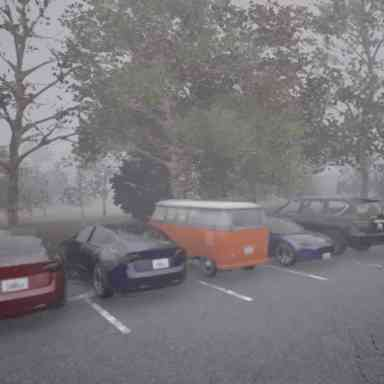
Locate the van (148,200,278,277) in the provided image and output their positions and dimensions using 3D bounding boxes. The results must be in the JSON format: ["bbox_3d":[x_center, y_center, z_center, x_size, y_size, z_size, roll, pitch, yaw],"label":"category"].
[{"bbox_3d":[0.218,1.254,10.356,1.878,1.987,4.442,0,0,-35],"label":"van"}]

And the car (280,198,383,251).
[{"bbox_3d":[4.881,1.246,13.572,2.435,2.045,5.566,0,0,-35],"label":"car"}]

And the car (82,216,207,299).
[{"bbox_3d":[-1.988,1.506,8.676,2.163,1.488,4.792,0,0,-35],"label":"car"}]

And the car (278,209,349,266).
[{"bbox_3d":[2.658,1.517,11.918,2.163,1.488,4.792,0,0,-36],"label":"car"}]

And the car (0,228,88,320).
[{"bbox_3d":[-4.137,1.508,7.144,2.163,1.488,4.792,0,0,-35],"label":"car"}]
